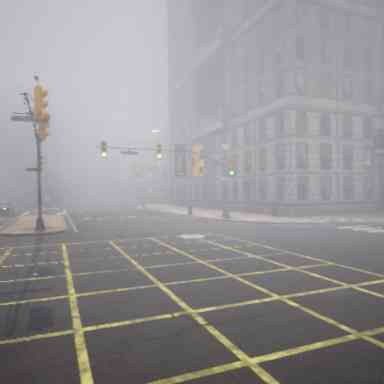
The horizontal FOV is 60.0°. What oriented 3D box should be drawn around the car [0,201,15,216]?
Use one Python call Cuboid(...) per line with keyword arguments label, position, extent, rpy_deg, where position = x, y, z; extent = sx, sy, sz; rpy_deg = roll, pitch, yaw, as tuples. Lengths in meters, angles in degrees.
Cuboid(label="car", position=(-20.114, 1.746, 35.388), extent=(1.882, 1.535, 5.008), rpy_deg=(-1, 0, -22))
